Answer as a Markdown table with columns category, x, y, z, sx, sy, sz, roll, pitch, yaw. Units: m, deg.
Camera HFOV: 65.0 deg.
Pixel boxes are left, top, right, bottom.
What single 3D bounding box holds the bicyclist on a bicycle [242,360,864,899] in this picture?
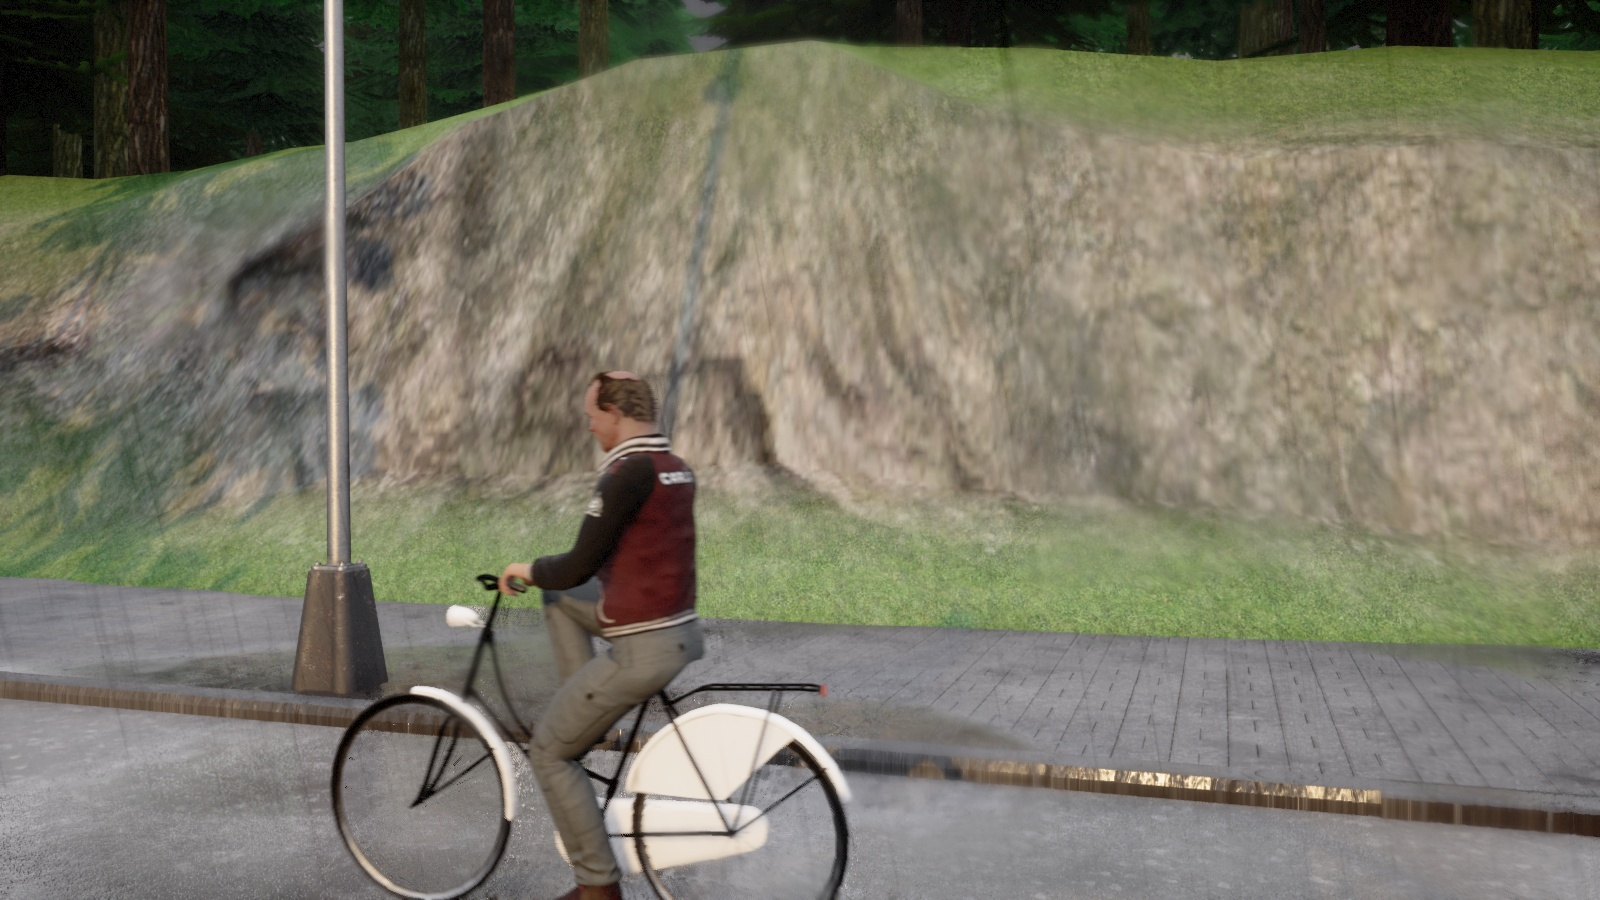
| category | x | y | z | sx | sy | sz | roll | pitch | yaw |
| --- | --- | --- | --- | --- | --- | --- | --- | --- | --- |
| bicyclist on a bicycle | -0.781 | 0.630 | 3.978 | 1.843 | 1.776 | 0.659 | 1 | 1 | 19 |
